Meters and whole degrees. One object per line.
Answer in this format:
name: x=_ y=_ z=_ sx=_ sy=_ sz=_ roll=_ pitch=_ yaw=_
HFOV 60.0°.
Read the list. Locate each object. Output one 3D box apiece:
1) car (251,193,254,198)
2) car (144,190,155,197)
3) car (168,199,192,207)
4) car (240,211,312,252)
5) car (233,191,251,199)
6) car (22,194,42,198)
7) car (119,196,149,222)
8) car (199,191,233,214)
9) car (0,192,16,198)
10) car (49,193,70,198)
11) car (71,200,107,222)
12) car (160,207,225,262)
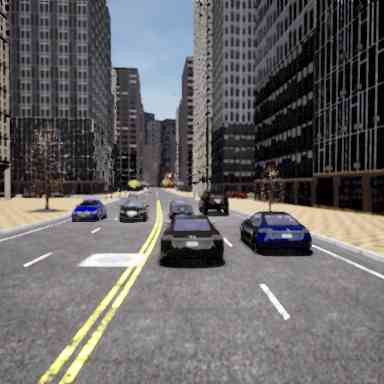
car: x=14.829 y=0.818 z=84.431 sx=4.829 sy=1.417 sz=1.752 roll=0 pitch=1 yaw=-5
car: x=-8.339 y=0.323 z=65.410 sx=2.097 sy=1.767 sz=4.553 roll=0 pitch=1 yaw=-6
car: x=-0.955 y=1.292 z=26.973 sx=2.033 sy=1.411 sz=5.357 roll=0 pitch=1 yaw=-5
car: x=3.166 y=1.442 z=13.298 sx=1.994 sy=1.385 sz=4.181 roll=0 pitch=1 yaw=-2
car: x=10.133 y=0.782 z=75.594 sx=5.009 sy=1.841 sz=2.192 roll=0 pitch=1 yaw=-5
car: x=-34.295 y=0.694 z=71.505 sx=4.206 sy=1.307 sz=1.802 roll=0 pitch=1 yaw=-5
car: x=-4.125 y=1.264 z=24.107 sx=2.128 sy=1.511 sz=4.902 roll=0 pitch=0 yaw=-5
car: x=1.955 y=0.927 z=30.850 sx=2.150 sy=2.045 sz=5.566 roll=0 pitch=0 yaw=-5
car: x=-39.962 y=0.631 z=71.072 sx=4.313 sy=1.339 sz=1.947 roll=0 pitch=1 yaw=-5
car: x=-28.629 y=0.725 z=71.977 sx=4.313 sy=1.339 sz=1.947 roll=0 pitch=1 yaw=-5
car: x=-7.408 y=1.293 z=24.388 sx=1.812 sy=1.442 sz=4.674 roll=0 pitch=0 yaw=-5
car: x=-0.039 y=1.455 z=11.645 sx=1.994 sy=1.385 sz=4.181 roll=0 pitch=1 yaw=-1
